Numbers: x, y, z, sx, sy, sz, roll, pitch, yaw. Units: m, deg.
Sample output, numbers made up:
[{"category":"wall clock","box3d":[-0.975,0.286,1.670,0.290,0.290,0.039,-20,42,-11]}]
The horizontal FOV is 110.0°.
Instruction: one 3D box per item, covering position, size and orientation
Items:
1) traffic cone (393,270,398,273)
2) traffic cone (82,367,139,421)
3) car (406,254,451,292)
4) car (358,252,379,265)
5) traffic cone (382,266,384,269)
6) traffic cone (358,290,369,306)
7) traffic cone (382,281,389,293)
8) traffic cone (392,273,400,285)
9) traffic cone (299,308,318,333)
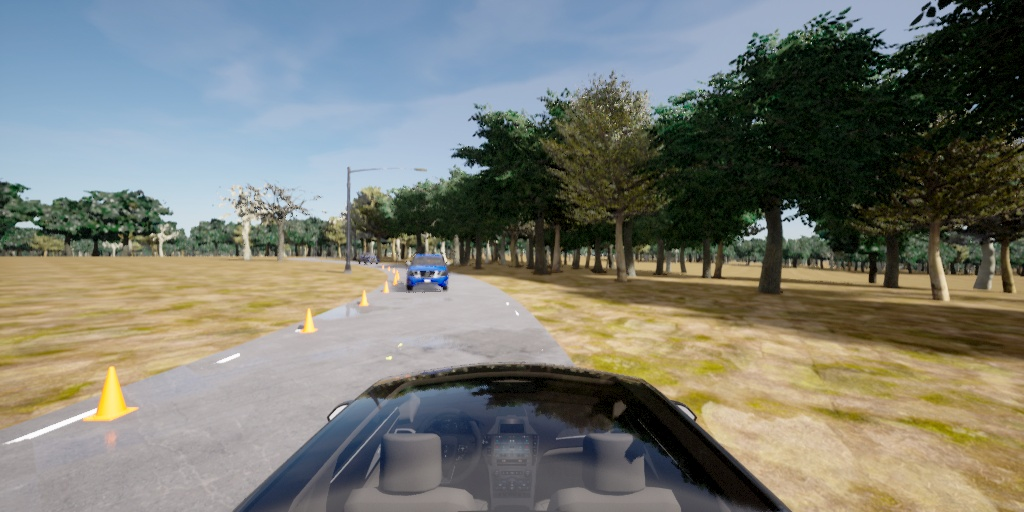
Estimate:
[{"category":"traffic cone","box3d":[-9.006,1.567,28.311,0.340,0.580,0.340,0,0,-17]},{"category":"traffic cone","box3d":[-4.945,1.667,4.426,0.340,0.580,0.340,0,0,-2]},{"category":"car","box3d":[-4.851,0.898,20.947,2.150,2.045,5.566,1,0,-12]},{"category":"car","box3d":[-23.676,0.344,59.011,2.150,2.045,5.566,1,0,-38]},{"category":"traffic cone","box3d":[-16.612,1.373,46.160,0.340,0.580,0.340,0,0,-29]},{"category":"traffic cone","box3d":[-5.821,1.638,14.100,0.340,0.580,0.340,0,0,-8]},{"category":"traffic cone","box3d":[-6.635,1.621,18.890,0.340,0.580,0.340,0,0,-11]},{"category":"traffic cone","box3d":[-7.698,1.597,23.632,0.340,0.580,0.340,0,0,-14]},{"category":"traffic cone","box3d":[-5.257,1.654,9.274,0.340,0.580,0.340,0,0,-5]}]
